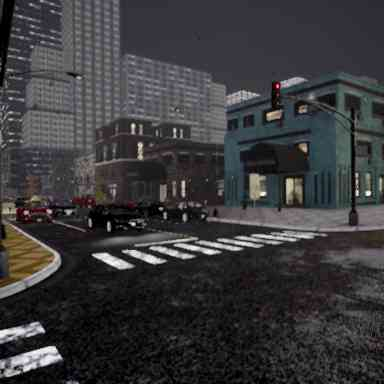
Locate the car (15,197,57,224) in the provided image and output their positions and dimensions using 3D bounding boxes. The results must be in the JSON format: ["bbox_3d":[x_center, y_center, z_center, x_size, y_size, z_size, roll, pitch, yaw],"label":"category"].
[{"bbox_3d":[-11.361,1.368,23.865,1.967,1.590,4.097,-1,0,-35],"label":"car"}]

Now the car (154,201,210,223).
[{"bbox_3d":[-0.534,1.341,23.407,2.008,1.369,4.403,-1,0,-35],"label":"car"}]

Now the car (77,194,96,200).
[{"bbox_3d":[-13.781,1.206,42.450,2.192,1.841,5.009,-1,0,-35],"label":"car"}]

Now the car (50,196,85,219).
[{"bbox_3d":[-11.117,1.396,28.298,2.128,1.511,4.902,-1,1,-35],"label":"car"}]

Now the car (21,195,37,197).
[{"bbox_3d":[-23.349,1.511,46.120,1.837,1.490,4.892,-1,0,-34],"label":"car"}]

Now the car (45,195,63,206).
[{"bbox_3d":[-23.328,1.407,56.092,1.967,1.590,4.097,-1,0,-35],"label":"car"}]

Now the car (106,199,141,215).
[{"bbox_3d":[-6.775,1.419,32.419,1.802,1.307,4.206,-1,0,-35],"label":"car"}]

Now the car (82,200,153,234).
[{"bbox_3d":[-4.286,1.362,18.425,1.837,1.490,4.892,-1,0,-35],"label":"car"}]

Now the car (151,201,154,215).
[{"bbox_3d":[-3.655,1.380,27.914,1.947,1.339,4.313,-1,0,-35],"label":"car"}]

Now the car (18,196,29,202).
[{"bbox_3d":[-42.288,1.667,83.475,2.008,1.369,4.403,-1,0,-35],"label":"car"}]

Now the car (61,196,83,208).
[{"bbox_3d":[-16.967,1.356,46.996,1.967,1.590,4.097,-1,0,-35],"label":"car"}]
